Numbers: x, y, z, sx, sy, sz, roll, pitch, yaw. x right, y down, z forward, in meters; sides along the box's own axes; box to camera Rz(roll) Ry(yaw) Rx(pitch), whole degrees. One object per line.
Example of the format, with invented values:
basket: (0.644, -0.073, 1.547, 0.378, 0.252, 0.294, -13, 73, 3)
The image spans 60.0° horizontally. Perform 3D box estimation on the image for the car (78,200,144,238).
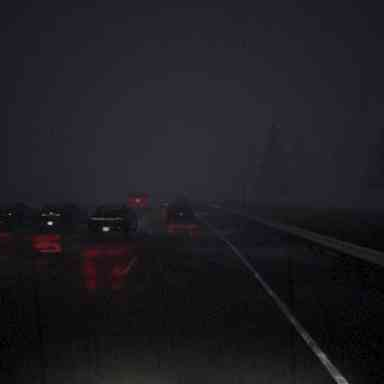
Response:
car: (-3.845, 1.363, 16.730, 2.128, 1.511, 4.902, 0, 0, -3)

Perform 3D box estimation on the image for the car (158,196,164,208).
car: (-3.118, 1.212, 40.891, 1.812, 1.442, 4.674, 0, 1, -10)

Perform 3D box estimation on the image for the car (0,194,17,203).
car: (-32.123, 1.060, 57.582, 2.128, 1.511, 4.902, 0, 0, -15)

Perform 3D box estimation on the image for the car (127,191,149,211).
car: (-5.820, 0.947, 35.804, 2.150, 2.045, 5.566, 0, 0, -9)

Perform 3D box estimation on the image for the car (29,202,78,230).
car: (-7.546, 1.353, 19.695, 1.837, 1.490, 4.892, 0, 0, -4)

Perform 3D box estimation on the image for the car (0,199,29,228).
car: (-11.127, 1.366, 20.669, 1.812, 1.442, 4.674, 0, 0, -4)

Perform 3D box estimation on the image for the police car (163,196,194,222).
police car: (-0.960, 1.236, 24.653, 1.930, 1.638, 5.238, 0, 1, -5)
